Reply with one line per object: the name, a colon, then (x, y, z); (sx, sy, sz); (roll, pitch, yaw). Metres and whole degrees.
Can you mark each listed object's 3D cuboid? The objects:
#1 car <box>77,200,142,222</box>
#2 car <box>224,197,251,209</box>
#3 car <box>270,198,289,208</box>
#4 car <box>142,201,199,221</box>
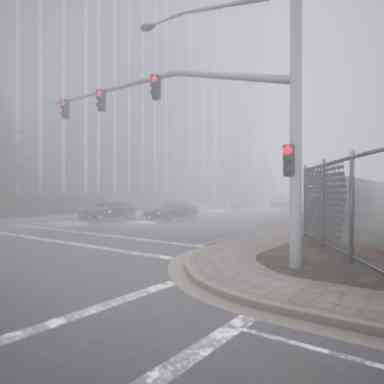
car: (-6.418, 1.399, 25.513); (1.837, 1.490, 4.892); (0, 0, 36)
car: (5.879, 1.385, 42.610); (2.128, 1.511, 4.902); (0, 0, 36)
car: (12.375, 1.503, 45.613); (1.895, 1.301, 4.718); (0, 0, 36)
car: (-1.534, 1.450, 26.312); (2.033, 1.411, 5.357); (0, 0, 36)
